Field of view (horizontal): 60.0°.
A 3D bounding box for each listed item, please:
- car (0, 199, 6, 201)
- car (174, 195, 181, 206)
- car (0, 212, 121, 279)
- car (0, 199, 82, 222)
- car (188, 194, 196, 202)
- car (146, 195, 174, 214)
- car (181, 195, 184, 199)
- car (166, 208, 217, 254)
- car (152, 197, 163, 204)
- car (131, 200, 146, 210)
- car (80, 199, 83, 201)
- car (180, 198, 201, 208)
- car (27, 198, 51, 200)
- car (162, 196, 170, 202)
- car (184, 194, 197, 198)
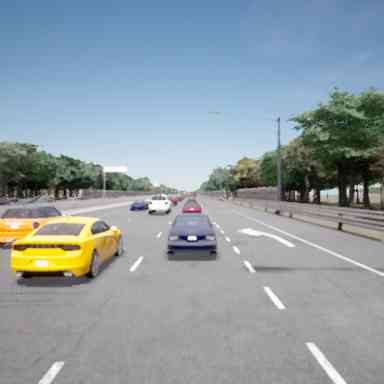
[{"bbox_3d":[-28.053,1.718,47.686,2.033,1.411,5.357,0,0,1],"label":"car"},{"bbox_3d":[-3.519,1.689,59.493,1.882,1.535,5.008,0,0,0],"label":"car"},{"bbox_3d":[-3.496,1.509,10.217,1.882,1.535,5.008,0,0,0],"label":"car"},{"bbox_3d":[-6.998,1.400,15.278,2.097,1.767,4.553,0,0,0],"label":"car"},{"bbox_3d":[-0.029,1.542,85.037,2.150,2.045,5.566,0,0,0],"label":"car"},{"bbox_3d":[-3.510,1.348,37.450,2.150,2.045,5.566,0,0,0],"label":"car"},{"bbox_3d":[-3.531,1.807,87.573,1.882,1.535,5.008,0,0,0],"label":"car"},{"bbox_3d":[0.002,1.588,13.575,2.033,1.411,5.357,0,0,0],"label":"car"},{"bbox_3d":[-7.023,1.777,68.846,1.812,1.442,4.674,0,0,0],"label":"car"},{"bbox_3d":[-7.012,1.720,45.057,1.994,1.385,4.181,0,0,0],"label":"car"},{"bbox_3d":[-17.559,1.724,49.925,2.033,1.411,5.357,0,0,1],"label":"car"},{"bbox_3d":[-0.007,1.680,34.816,1.994,1.385,4.181,0,0,0],"label":"car"},{"bbox_3d":[-21.072,1.661,47.708,2.128,1.511,4.902,0,0,0],"label":"car"},{"bbox_3d":[-7.032,1.819,90.148,1.882,1.535,5.008,0,0,0],"label":"car"},{"bbox_3d":[-0.021,1.719,63.716,2.128,1.511,4.902,0,0,0],"label":"car"}]
